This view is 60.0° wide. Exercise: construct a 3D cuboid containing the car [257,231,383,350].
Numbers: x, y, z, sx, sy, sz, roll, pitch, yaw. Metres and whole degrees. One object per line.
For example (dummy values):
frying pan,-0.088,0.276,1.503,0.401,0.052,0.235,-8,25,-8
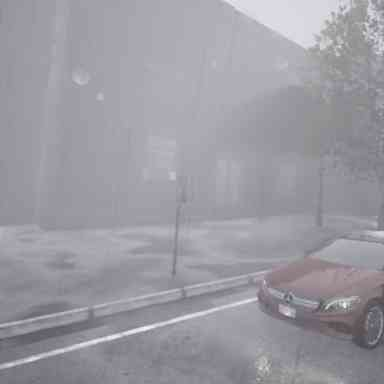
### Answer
car,3.317,1.520,6.345,4.674,1.442,1.812,0,0,-36
